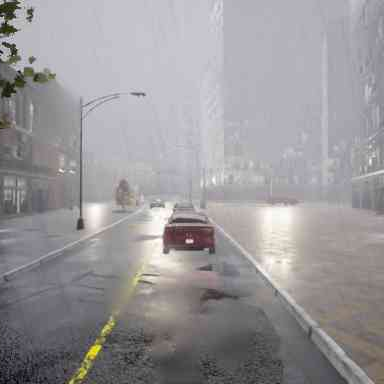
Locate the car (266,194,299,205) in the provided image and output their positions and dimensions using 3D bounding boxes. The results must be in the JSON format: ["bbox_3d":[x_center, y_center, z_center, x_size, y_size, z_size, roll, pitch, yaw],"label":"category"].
[{"bbox_3d":[13.965,1.201,51.548,5.009,1.841,2.192,0,-1,15],"label":"car"}]

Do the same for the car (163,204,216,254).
[{"bbox_3d":[-0.143,1.480,13.516,1.882,1.535,5.008,0,0,-1],"label":"car"}]

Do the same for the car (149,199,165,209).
[{"bbox_3d":[-4.621,1.567,44.499,1.994,1.385,4.181,0,0,-5],"label":"car"}]
